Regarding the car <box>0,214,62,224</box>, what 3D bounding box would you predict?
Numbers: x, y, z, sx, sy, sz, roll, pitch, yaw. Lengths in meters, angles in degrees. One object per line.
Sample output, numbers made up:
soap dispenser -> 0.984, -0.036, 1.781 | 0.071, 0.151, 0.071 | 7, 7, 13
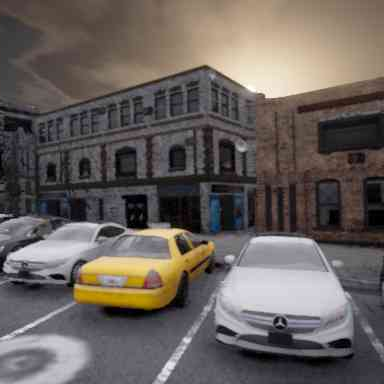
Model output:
car -> -5.504, 1.589, 11.345 | 2.231, 1.521, 4.892 | 0, -1, 15

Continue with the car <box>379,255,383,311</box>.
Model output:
car -> 4.072, 1.472, 4.568 | 2.231, 1.521, 4.892 | 0, -1, 15

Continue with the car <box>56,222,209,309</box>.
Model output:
car -> -0.680, 1.529, 8.130 | 1.946, 1.575, 5.366 | -1, -1, 15

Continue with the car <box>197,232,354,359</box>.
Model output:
car -> 1.675, 1.540, 6.258 | 2.002, 1.452, 4.674 | 0, -1, 15

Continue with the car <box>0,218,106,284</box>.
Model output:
car -> -3.116, 1.599, 9.646 | 2.002, 1.452, 4.674 | 0, -1, 15
